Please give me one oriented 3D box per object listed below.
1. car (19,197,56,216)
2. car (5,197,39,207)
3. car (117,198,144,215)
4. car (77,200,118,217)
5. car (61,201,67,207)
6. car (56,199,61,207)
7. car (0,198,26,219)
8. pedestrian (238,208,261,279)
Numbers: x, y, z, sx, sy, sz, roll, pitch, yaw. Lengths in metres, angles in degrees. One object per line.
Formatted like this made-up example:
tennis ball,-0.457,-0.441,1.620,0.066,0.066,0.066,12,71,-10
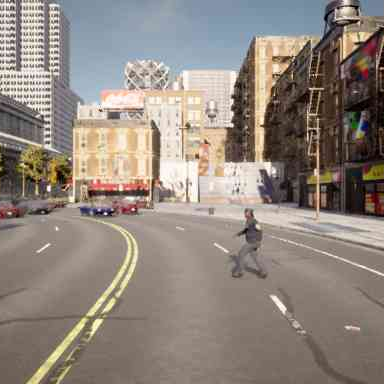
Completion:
car,-16.021,1.547,33.014,5.357,1.411,2.033,0,0,41
car,-25.737,1.520,50.328,4.674,1.452,2.002,0,0,20
car,-7.247,1.526,34.143,1.812,1.442,4.674,0,0,-41
car,-9.041,1.601,30.958,1.895,1.301,4.718,0,0,-40
car,-20.435,1.595,48.155,4.718,1.301,1.895,0,0,30
car,-18.351,1.547,39.235,5.357,1.411,2.033,0,0,33
car,-16.415,1.477,28.511,5.008,1.535,1.882,0,0,44
pedestrian,1.470,1.294,8.546,0.375,1.860,0.375,0,0,-3
